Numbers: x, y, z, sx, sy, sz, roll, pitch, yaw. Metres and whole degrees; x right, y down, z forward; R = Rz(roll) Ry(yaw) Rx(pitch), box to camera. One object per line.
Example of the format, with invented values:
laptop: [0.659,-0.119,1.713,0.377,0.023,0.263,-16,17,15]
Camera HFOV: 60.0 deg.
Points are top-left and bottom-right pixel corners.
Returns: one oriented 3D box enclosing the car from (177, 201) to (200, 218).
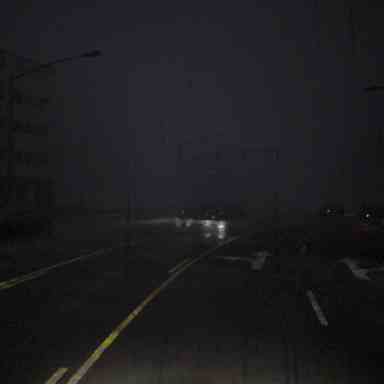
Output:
car: [0.442,1.580,31.643,2.128,1.511,4.902,1,0,31]

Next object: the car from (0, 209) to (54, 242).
car: [-8.027,1.465,14.327,1.812,1.442,4.674,0,0,18]

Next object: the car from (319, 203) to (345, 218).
car: [14.379,1.814,34.123,1.994,1.385,4.181,1,0,32]

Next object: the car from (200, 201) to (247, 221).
car: [3.115,1.661,29.309,2.033,1.411,5.357,1,0,32]

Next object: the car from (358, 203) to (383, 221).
car: [16.701,1.780,30.679,1.837,1.490,4.892,0,0,38]
